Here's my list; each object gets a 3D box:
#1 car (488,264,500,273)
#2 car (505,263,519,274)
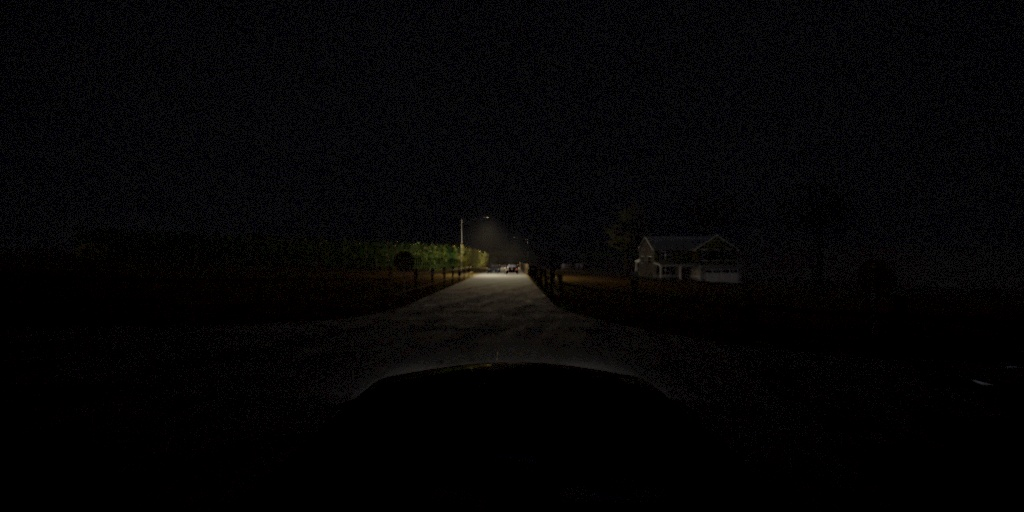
[{"bbox_3d":[-2.746,1.924,55.932,2.033,1.411,5.357,0,-1,0],"label":"car"},{"bbox_3d":[0.004,1.867,50.901,2.033,1.411,5.357,0,-1,0],"label":"car"}]
